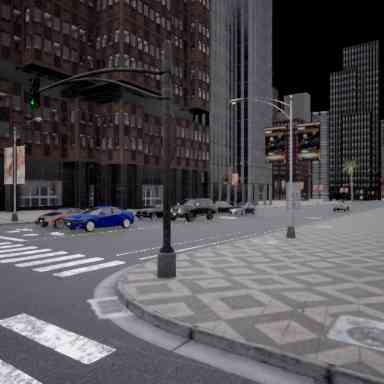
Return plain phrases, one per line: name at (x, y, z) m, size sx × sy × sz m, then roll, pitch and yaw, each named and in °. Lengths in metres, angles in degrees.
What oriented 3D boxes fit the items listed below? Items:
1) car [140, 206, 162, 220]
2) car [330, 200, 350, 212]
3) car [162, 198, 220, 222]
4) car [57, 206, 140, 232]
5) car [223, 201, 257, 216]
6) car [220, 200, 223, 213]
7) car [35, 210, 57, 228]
car at (-3.286, 1.974, 31.988) m, size 1.895 × 1.301 × 4.718 m, roll 0°, pitch -1°, yaw 35°
car at (24.186, 2.430, 53.681) m, size 2.033 × 1.411 × 5.357 m, roll 0°, pitch -1°, yaw 34°
car at (0.071, 1.616, 31.111) m, size 2.150 × 2.045 × 5.566 m, roll 0°, pitch -1°, yaw 35°
car at (-6.095, 1.717, 22.365) m, size 1.882 × 1.535 × 5.008 m, roll 0°, pitch -1°, yaw 35°
car at (6.099, 2.038, 39.634) m, size 2.128 × 1.511 × 4.902 m, roll 0°, pitch -1°, yaw 35°
car at (2.885, 1.881, 40.724) m, size 2.097 × 1.767 × 4.553 m, roll 0°, pitch -1°, yaw 35°
car at (-8.959, 1.794, 23.938) m, size 1.994 × 1.385 × 4.181 m, roll 0°, pitch -1°, yaw 36°
